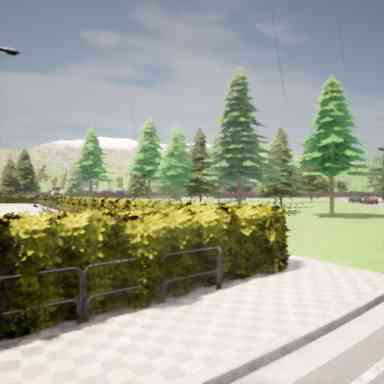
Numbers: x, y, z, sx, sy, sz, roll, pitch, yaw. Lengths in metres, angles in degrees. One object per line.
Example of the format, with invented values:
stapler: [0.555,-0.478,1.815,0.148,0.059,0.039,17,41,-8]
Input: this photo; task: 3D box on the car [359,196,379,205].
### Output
car: [33.123,1.644,61.812,1.812,1.442,4.674,0,0,11]

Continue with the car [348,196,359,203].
car: [35.097,1.604,71.556,2.128,1.511,4.902,0,0,11]
